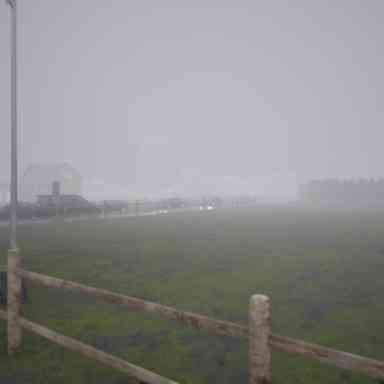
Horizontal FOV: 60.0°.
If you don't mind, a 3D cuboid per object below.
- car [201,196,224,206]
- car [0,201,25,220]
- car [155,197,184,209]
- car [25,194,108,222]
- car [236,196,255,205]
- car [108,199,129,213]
[{"bbox_3d":[3.219,1.391,50.698,1.837,1.490,4.892,-1,0,34],"label":"car"},{"bbox_3d":[-14.004,1.497,25.757,1.882,1.535,5.008,-1,0,36],"label":"car"},{"bbox_3d":[-2.693,1.440,42.141,1.837,1.490,4.892,-1,0,34],"label":"car"},{"bbox_3d":[-9.789,1.196,26.512,2.150,2.045,5.566,-1,0,34],"label":"car"},{"bbox_3d":[8.740,1.393,53.582,1.994,1.385,4.181,-1,0,35],"label":"car"},{"bbox_3d":[-8.547,1.471,33.633,2.128,1.511,4.902,-1,0,35],"label":"car"}]
